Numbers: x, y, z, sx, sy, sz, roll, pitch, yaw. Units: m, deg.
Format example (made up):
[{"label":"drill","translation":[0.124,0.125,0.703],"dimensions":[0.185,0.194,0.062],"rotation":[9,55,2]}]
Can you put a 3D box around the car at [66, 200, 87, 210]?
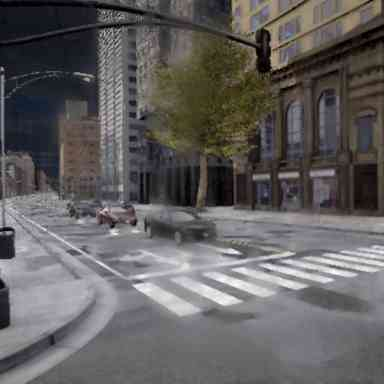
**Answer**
[{"label":"car","translation":[-17.928,1.979,51.329],"dimensions":[2.033,1.411,5.357],"rotation":[-1,0,-31]}]

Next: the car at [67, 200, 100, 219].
[{"label":"car","translation":[-11.055,1.861,33.444],"dimensions":[2.033,1.411,5.357],"rotation":[-1,0,-31]}]

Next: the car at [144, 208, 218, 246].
[{"label":"car","translation":[-0.671,1.594,16.355],"dimensions":[1.882,1.535,5.008],"rotation":[-1,0,-31]}]

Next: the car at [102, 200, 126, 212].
[{"label":"car","translation":[-10.730,1.906,45.692],"dimensions":[1.994,1.385,4.181],"rotation":[-1,0,-31]}]

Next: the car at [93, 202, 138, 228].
[{"label":"car","translation":[-5.550,1.740,24.380],"dimensions":[1.812,1.442,4.674],"rotation":[-1,0,-31]}]

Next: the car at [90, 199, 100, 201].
[{"label":"car","translation":[-15.981,1.906,54.212],"dimensions":[2.128,1.511,4.902],"rotation":[-1,0,-31]}]
